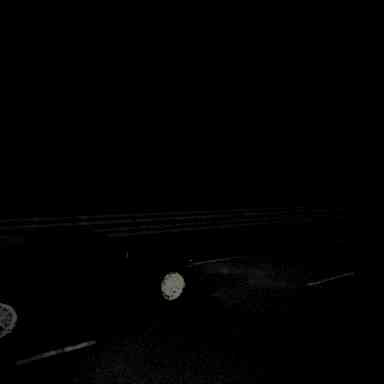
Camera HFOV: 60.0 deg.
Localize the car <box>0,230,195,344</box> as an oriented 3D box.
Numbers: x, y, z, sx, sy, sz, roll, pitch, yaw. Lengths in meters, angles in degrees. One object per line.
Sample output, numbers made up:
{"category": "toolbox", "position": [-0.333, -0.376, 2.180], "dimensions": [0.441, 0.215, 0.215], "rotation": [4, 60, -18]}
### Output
{"category": "car", "position": [-2.239, 1.477, 6.447], "dimensions": [5.008, 1.535, 1.882], "rotation": [0, 0, -35]}
